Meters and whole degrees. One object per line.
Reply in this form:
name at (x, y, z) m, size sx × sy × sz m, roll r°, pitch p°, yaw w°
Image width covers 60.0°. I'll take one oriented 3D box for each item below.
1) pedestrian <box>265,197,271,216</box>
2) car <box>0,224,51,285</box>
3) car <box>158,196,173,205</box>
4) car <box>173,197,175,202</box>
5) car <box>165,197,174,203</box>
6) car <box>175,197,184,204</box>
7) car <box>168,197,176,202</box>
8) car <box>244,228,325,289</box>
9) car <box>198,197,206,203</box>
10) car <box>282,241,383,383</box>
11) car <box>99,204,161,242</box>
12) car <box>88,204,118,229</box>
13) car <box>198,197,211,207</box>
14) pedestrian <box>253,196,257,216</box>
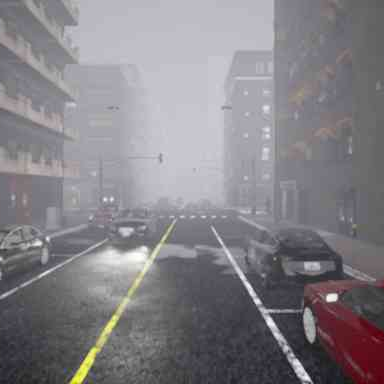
pedestrian at (6.973, 1.297, 30.548) m, size 0.375 × 1.860 × 0.375 m, roll -1°, pitch 0°, yaw 0°
car at (-5.336, 1.597, 8.997) m, size 2.008 × 1.369 × 4.403 m, roll -1°, pitch 0°, yaw 0°
car at (-5.405, 1.630, 64.050) m, size 2.192 × 1.841 × 5.009 m, roll -1°, pitch 0°, yaw 0°
car at (-5.416, 1.893, 74.953) m, size 1.752 × 1.417 × 4.829 m, roll -1°, pitch 0°, yaw 0°
car at (-5.422, 1.977, 80.660) m, size 1.802 × 1.307 × 4.206 m, roll -1°, pitch 0°, yaw 0°
car at (-2.842, 1.873, 76.275) m, size 1.837 × 1.490 × 4.892 m, roll 0°, pitch 0°, yaw 0°
car at (-5.435, 2.029, 91.734) m, size 1.802 × 1.307 × 4.206 m, roll -1°, pitch 0°, yaw 0°
car at (2.544, 1.612, 9.124) m, size 1.947 × 1.339 × 4.313 m, roll -1°, pitch 0°, yaw 0°
car at (2.451, 1.964, 86.156) m, size 1.887 × 1.381 × 4.507 m, roll -1°, pitch 0°, yaw 0°
car at (2.551, 1.562, 3.460) m, size 1.887 × 1.381 × 4.507 m, roll -1°, pitch 0°, yaw 0°
car at (-2.856, 1.576, 16.849) m, size 2.128 × 1.511 × 4.902 m, roll 0°, pitch 0°, yaw 0°
car at (-5.483, 1.551, 22.072) m, size 1.967 × 1.590 × 4.097 m, roll -1°, pitch 0°, yaw 0°
car at (2.485, 1.870, 58.460) m, size 1.802 × 1.307 × 4.206 m, roll -1°, pitch 0°, yaw 0°
pedestrian at (5.971, 1.307, 31.747) m, size 0.375 × 1.860 × 0.375 m, roll -1°, pitch 0°, yaw 0°
